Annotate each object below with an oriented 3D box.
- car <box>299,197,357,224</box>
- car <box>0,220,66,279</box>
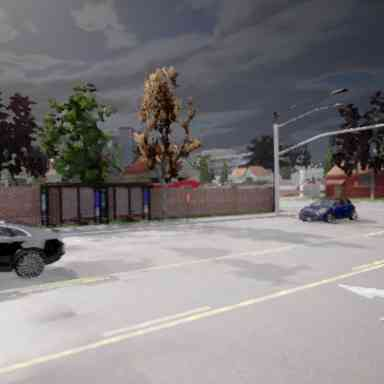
[{"bbox_3d":[9.703,1.199,23.702,4.553,1.767,2.097,-1,1,-35],"label":"car"},{"bbox_3d":[-5.802,1.492,8.452,4.902,1.511,2.128,0,0,-35],"label":"car"}]
